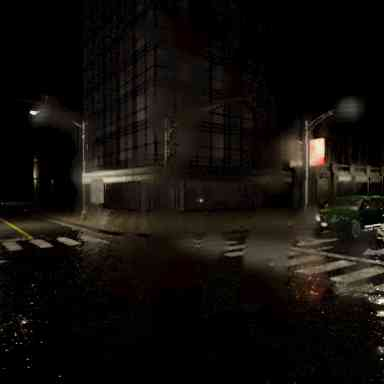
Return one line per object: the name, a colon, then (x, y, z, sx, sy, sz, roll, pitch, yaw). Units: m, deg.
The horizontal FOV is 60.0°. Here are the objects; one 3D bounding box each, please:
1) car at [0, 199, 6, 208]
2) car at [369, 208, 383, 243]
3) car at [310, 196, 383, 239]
car: (-28.809, 1.721, 49.130, 1.895, 1.301, 4.718, 0, 0, -35)
car: (10.160, 1.544, 14.918, 4.674, 1.442, 1.812, 0, 0, -36)
car: (8.714, 1.241, 17.880, 5.566, 2.045, 2.150, 0, 0, -35)
